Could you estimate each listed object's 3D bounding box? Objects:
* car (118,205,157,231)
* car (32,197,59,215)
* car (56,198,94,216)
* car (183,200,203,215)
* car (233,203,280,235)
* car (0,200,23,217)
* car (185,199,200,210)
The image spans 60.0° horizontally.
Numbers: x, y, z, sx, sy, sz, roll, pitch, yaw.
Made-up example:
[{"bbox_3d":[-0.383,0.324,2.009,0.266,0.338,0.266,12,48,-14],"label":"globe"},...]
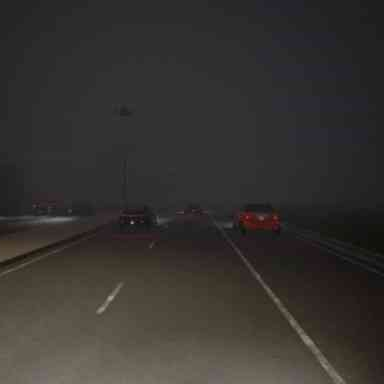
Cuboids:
[{"bbox_3d":[-3.363,1.542,21.165,2.128,1.511,4.902,0,0,0],"label":"car"},{"bbox_3d":[-14.937,1.442,34.960,2.097,1.767,4.553,0,0,0],"label":"car"},{"bbox_3d":[-11.450,1.570,33.733,2.128,1.511,4.902,0,0,0],"label":"car"},{"bbox_3d":[0.155,1.611,34.238,1.812,1.442,4.674,0,0,0],"label":"car"},{"bbox_3d":[3.635,1.402,19.479,2.097,1.767,4.553,0,0,0],"label":"car"},{"bbox_3d":[-18.465,1.577,32.495,1.837,1.490,4.892,0,-1,1],"label":"car"},{"bbox_3d":[0.094,1.715,46.013,1.895,1.301,4.718,0,0,0],"label":"car"}]
